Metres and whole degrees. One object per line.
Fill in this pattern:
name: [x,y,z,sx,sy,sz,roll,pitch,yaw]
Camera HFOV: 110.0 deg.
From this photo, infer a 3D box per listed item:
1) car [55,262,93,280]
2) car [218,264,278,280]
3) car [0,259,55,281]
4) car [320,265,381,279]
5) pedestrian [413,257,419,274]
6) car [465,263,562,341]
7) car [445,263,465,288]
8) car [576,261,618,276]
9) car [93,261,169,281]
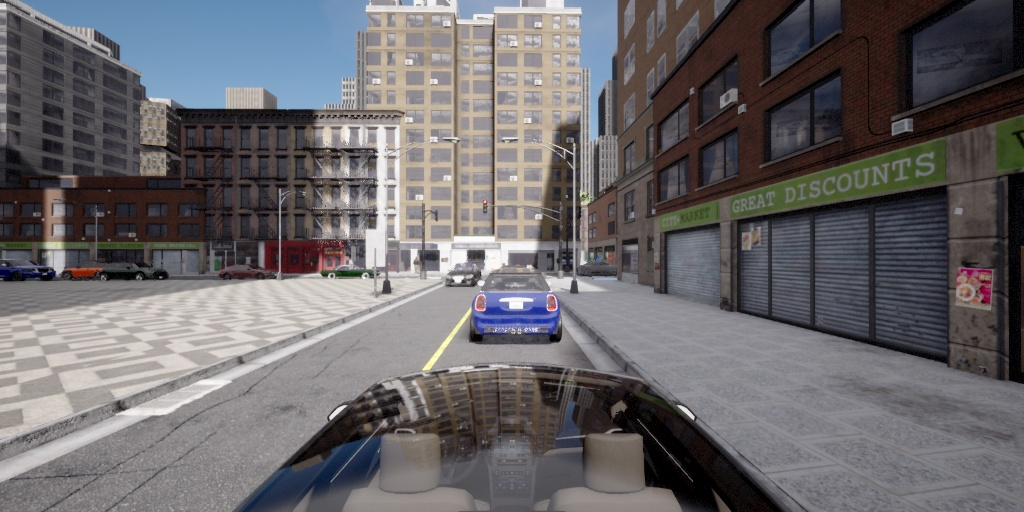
car: [-40.466,1.374,34.758,4.553,1.767,2.097,0,0,-1]
car: [-23.339,1.433,31.829,4.674,1.442,1.812,0,0,-1]
car: [-43.908,1.256,31.551,5.566,2.045,2.150,0,0,0]
car: [-14.269,1.442,31.948,4.718,1.301,1.895,0,0,-1]
pedestrian: [-10.244,0.969,38.247,0.375,1.860,0.375,0,0,-1]
car: [0.085,1.101,9.979,2.097,1.767,4.553,0,0,0]
car: [-3.175,1.232,23.941,2.128,1.511,4.902,0,0,2]
car: [8.304,1.221,35.489,4.181,1.385,1.994,-1,0,-1]
car: [-33.287,1.323,31.671,4.553,1.767,2.097,0,0,-1]
